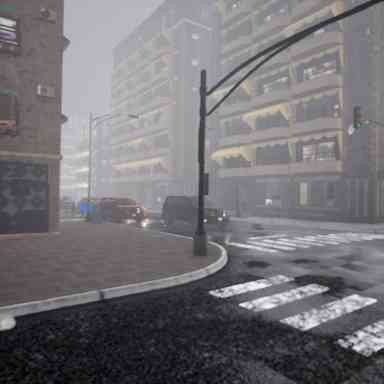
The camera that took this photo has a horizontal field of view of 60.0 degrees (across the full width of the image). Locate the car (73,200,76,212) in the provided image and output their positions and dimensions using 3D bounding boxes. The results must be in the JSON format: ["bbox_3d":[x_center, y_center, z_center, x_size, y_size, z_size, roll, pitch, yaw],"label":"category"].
[{"bbox_3d":[-12.027,1.668,38.861,1.994,1.385,4.181,1,-1,-35],"label":"car"}]

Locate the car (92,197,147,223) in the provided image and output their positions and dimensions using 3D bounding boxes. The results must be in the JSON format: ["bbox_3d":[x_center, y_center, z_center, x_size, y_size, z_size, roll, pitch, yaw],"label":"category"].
[{"bbox_3d":[-5.543,1.315,25.471,2.192,1.841,5.009,1,-1,-35],"label":"car"}]

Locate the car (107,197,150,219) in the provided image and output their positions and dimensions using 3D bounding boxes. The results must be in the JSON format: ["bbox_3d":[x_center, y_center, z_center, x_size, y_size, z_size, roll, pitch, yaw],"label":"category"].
[{"bbox_3d":[-5.889,1.419,30.215,2.097,1.767,4.553,2,-1,-36],"label":"car"}]

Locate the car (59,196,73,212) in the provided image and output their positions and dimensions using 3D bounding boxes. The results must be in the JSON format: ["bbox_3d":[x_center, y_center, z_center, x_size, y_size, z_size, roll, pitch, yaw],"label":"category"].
[{"bbox_3d":[-15.244,1.374,39.098,2.192,1.841,5.009,1,-1,-35],"label":"car"}]

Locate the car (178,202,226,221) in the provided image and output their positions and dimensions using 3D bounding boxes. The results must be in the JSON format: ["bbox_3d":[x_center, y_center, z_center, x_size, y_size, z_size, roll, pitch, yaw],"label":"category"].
[{"bbox_3d":[0.772,1.695,30.178,1.752,1.417,4.829,1,-1,-35],"label":"car"}]

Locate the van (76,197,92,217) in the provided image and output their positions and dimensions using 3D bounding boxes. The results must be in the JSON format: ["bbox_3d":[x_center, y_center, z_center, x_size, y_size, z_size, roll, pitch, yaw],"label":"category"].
[{"bbox_3d":[-8.778,1.360,30.013,1.690,1.788,3.998,1,-1,-35],"label":"van"}]

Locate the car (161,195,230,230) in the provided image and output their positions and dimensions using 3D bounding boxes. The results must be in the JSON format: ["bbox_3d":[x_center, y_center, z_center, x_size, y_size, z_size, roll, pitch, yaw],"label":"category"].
[{"bbox_3d":[0.051,1.256,21.864,2.150,2.045,5.566,2,-1,-36],"label":"car"}]

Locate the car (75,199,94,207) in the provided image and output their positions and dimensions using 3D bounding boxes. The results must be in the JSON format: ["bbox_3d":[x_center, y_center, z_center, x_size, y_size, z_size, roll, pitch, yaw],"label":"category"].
[{"bbox_3d":[-18.531,1.876,57.291,1.802,1.307,4.206,1,-1,-35],"label":"car"}]
